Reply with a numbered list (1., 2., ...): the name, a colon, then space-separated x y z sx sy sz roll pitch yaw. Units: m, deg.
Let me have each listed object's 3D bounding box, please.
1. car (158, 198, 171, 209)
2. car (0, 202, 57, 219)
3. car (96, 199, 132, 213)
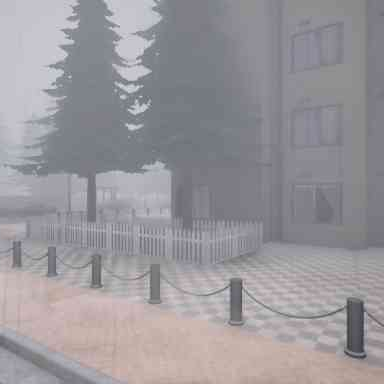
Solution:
1. car: -2.486 1.510 44.461 1.812 1.442 4.674 0 0 37
2. car: -14.354 1.585 28.786 1.895 1.301 4.718 0 0 37
3. car: -8.727 1.476 36.233 2.128 1.511 4.902 0 0 37
